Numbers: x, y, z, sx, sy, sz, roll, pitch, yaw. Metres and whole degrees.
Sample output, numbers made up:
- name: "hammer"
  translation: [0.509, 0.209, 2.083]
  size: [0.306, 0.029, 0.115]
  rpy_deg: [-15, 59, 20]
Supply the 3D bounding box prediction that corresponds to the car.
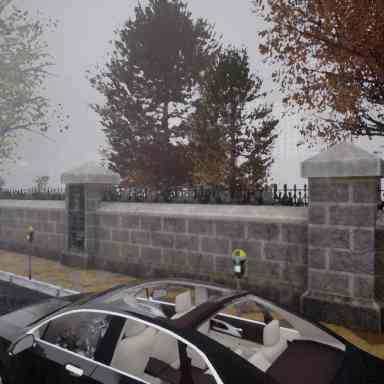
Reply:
- name: "car"
  translation: [-0.421, 1.551, 3.177]
  size: [4.403, 1.369, 2.008]
  rpy_deg: [0, 0, 35]
